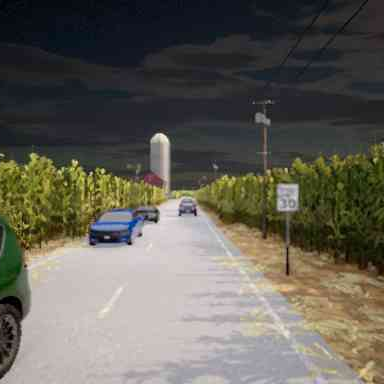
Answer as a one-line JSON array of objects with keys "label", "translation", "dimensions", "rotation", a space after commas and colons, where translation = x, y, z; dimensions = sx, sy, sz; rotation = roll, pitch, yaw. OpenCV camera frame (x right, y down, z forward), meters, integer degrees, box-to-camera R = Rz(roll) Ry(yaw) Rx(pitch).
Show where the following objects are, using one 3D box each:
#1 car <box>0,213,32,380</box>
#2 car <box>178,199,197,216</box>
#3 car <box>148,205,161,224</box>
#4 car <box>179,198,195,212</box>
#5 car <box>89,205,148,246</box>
[{"label": "car", "translation": [-3.325, 1.242, 2.519], "dimensions": [2.150, 2.045, 5.566], "rotation": [0, 0, -1]}, {"label": "car", "translation": [-0.448, 1.786, 35.392], "dimensions": [1.812, 1.442, 4.674], "rotation": [0, -1, -1]}, {"label": "car", "translation": [-3.606, 1.761, 26.706], "dimensions": [1.994, 1.385, 4.181], "rotation": [0, 0, -1]}, {"label": "car", "translation": [-0.617, 1.685, 45.452], "dimensions": [2.097, 1.767, 4.553], "rotation": [0, 0, 1]}, {"label": "car", "translation": [-3.537, 1.598, 16.199], "dimensions": [1.882, 1.535, 5.008], "rotation": [0, 0, -1]}]
